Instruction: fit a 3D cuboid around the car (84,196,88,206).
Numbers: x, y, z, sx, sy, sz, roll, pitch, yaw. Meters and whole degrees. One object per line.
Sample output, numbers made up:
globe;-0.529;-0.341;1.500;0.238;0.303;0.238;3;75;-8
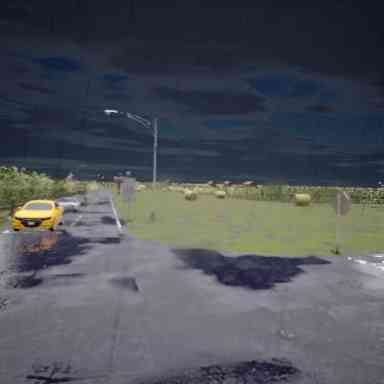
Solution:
car;-14.188;1.013;41.751;1.994;1.385;4.181;1;0;-13

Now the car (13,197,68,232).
car;-8.231;1.191;18.197;1.882;1.535;5.008;1;0;-14

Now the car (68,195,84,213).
car;-11.329;1.181;30.419;1.895;1.301;4.718;1;0;-14
